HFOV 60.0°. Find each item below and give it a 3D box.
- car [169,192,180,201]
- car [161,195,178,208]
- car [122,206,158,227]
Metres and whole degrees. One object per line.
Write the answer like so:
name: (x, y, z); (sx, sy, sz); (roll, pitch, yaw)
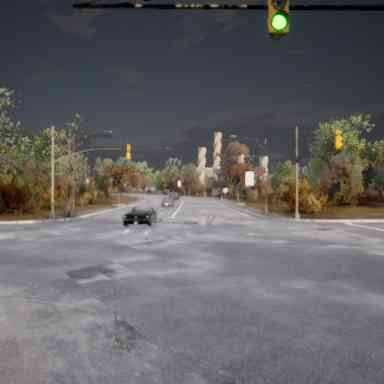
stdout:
car: (-3.944, 0.942, 74.692); (2.150, 2.045, 5.566); (0, 1, -2)
car: (-3.564, 1.587, 49.374); (2.128, 1.511, 4.902); (0, 1, 0)
car: (-3.524, 1.644, 23.096); (1.895, 1.301, 4.718); (0, 0, 0)
